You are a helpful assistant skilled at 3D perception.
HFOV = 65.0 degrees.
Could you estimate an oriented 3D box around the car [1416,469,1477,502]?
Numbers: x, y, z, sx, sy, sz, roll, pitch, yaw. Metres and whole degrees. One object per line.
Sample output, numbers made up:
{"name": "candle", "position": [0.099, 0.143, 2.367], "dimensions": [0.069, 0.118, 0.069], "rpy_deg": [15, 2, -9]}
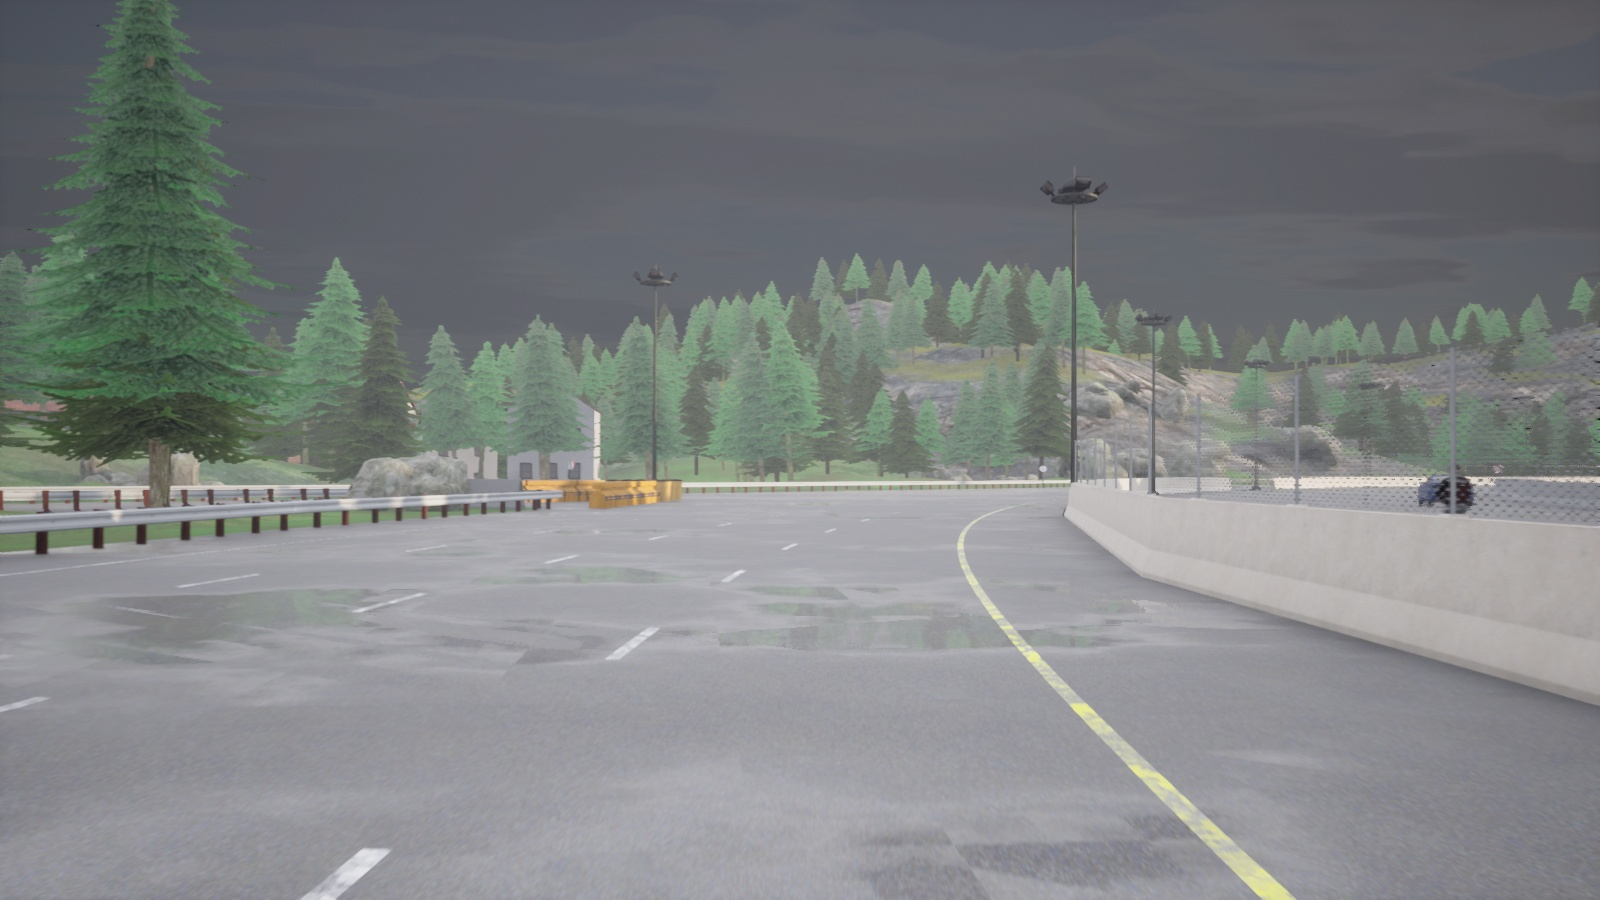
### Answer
{"name": "car", "position": [31.122, 1.692, 60.594], "dimensions": [1.882, 1.535, 5.008], "rpy_deg": [-1, -1, 19]}
